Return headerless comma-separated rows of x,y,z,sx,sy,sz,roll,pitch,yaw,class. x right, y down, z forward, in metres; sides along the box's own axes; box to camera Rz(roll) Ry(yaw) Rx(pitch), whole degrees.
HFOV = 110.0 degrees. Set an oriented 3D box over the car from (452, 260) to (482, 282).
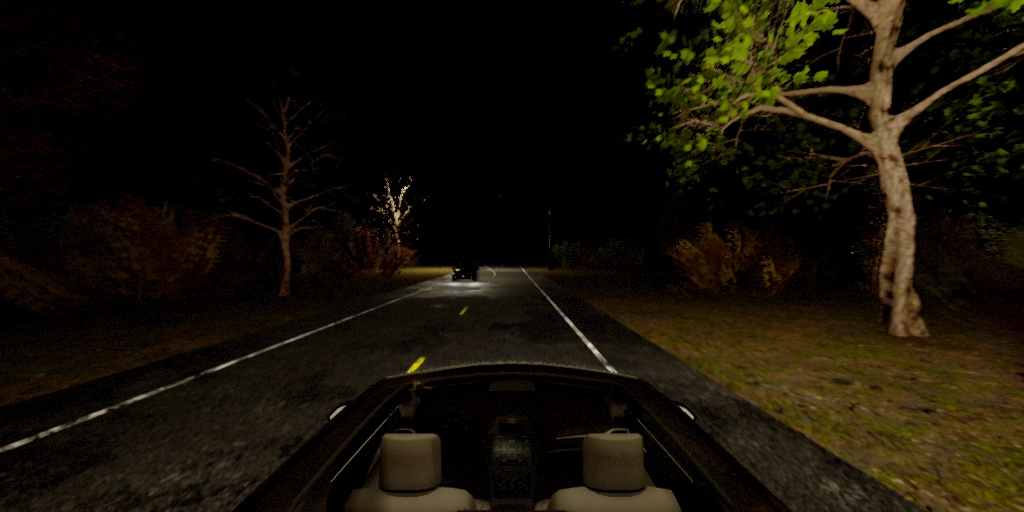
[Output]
-3.686,1.279,29.263,1.837,1.490,4.892,0,0,0,car
